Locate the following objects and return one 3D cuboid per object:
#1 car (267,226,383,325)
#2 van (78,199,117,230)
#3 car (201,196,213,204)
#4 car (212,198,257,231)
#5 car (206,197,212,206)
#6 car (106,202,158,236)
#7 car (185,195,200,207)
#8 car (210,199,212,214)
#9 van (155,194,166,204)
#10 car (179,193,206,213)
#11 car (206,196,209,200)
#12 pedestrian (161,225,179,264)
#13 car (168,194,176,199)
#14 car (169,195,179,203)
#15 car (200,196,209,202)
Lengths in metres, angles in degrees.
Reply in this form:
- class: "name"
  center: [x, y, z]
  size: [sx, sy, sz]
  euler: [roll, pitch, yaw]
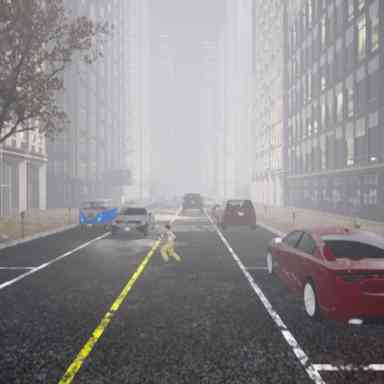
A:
- class: "car"
  center: [2.998, 1.472, 7.284]
  size: [1.882, 1.535, 5.008]
  euler: [0, 0, 0]
- class: "van"
  center: [-5.702, 1.321, 20.586]
  size: [1.690, 1.788, 3.998]
  euler: [0, 0, 0]
- class: "car"
  center: [2.671, 1.486, 60.472]
  size: [1.947, 1.339, 4.313]
  euler: [0, 0, 0]
- class: "car"
  center: [2.679, 1.295, 20.583]
  size: [2.192, 1.841, 5.009]
  euler: [0, 0, 0]
- class: "car"
  center: [2.677, 1.512, 31.979]
  size: [1.887, 1.381, 4.507]
  euler: [0, 0, 0]
- class: "car"
  center: [-3.104, 1.508, 18.264]
  size: [1.812, 1.442, 4.674]
  euler: [0, 0, 0]
- class: "car"
  center: [0.075, 1.293, 49.234]
  size: [2.097, 1.767, 4.553]
  euler: [0, 0, 0]
- class: "car"
  center: [2.679, 1.499, 26.451]
  size: [1.752, 1.417, 4.829]
  euler: [0, 0, 0]
- class: "van"
  center: [-5.711, 1.261, 60.473]
  size: [1.690, 1.788, 3.998]
  euler: [0, 0, 0]
- class: "car"
  center: [0.082, 1.173, 35.825]
  size: [2.150, 2.045, 5.566]
  euler: [0, -1, 0]
- class: "car"
  center: [2.674, 1.466, 49.245]
  size: [1.752, 1.417, 4.829]
  euler: [0, 0, 0]
- class: "pedestrian"
  center: [-0.671, 1.565, 10.283]
  size: [0.375, 1.300, 0.375]
  euler: [0, 0, 0]
- class: "car"
  center: [-5.718, 1.383, 94.662]
  size: [1.887, 1.381, 4.507]
  euler: [0, 0, 0]
- class: "car"
  center: [-3.019, 1.431, 65.008]
  size: [1.837, 1.490, 4.892]
  euler: [0, 0, 0]
- class: "car"
  center: [2.668, 1.461, 71.868]
  size: [1.947, 1.339, 4.313]
  euler: [0, 0, 0]
